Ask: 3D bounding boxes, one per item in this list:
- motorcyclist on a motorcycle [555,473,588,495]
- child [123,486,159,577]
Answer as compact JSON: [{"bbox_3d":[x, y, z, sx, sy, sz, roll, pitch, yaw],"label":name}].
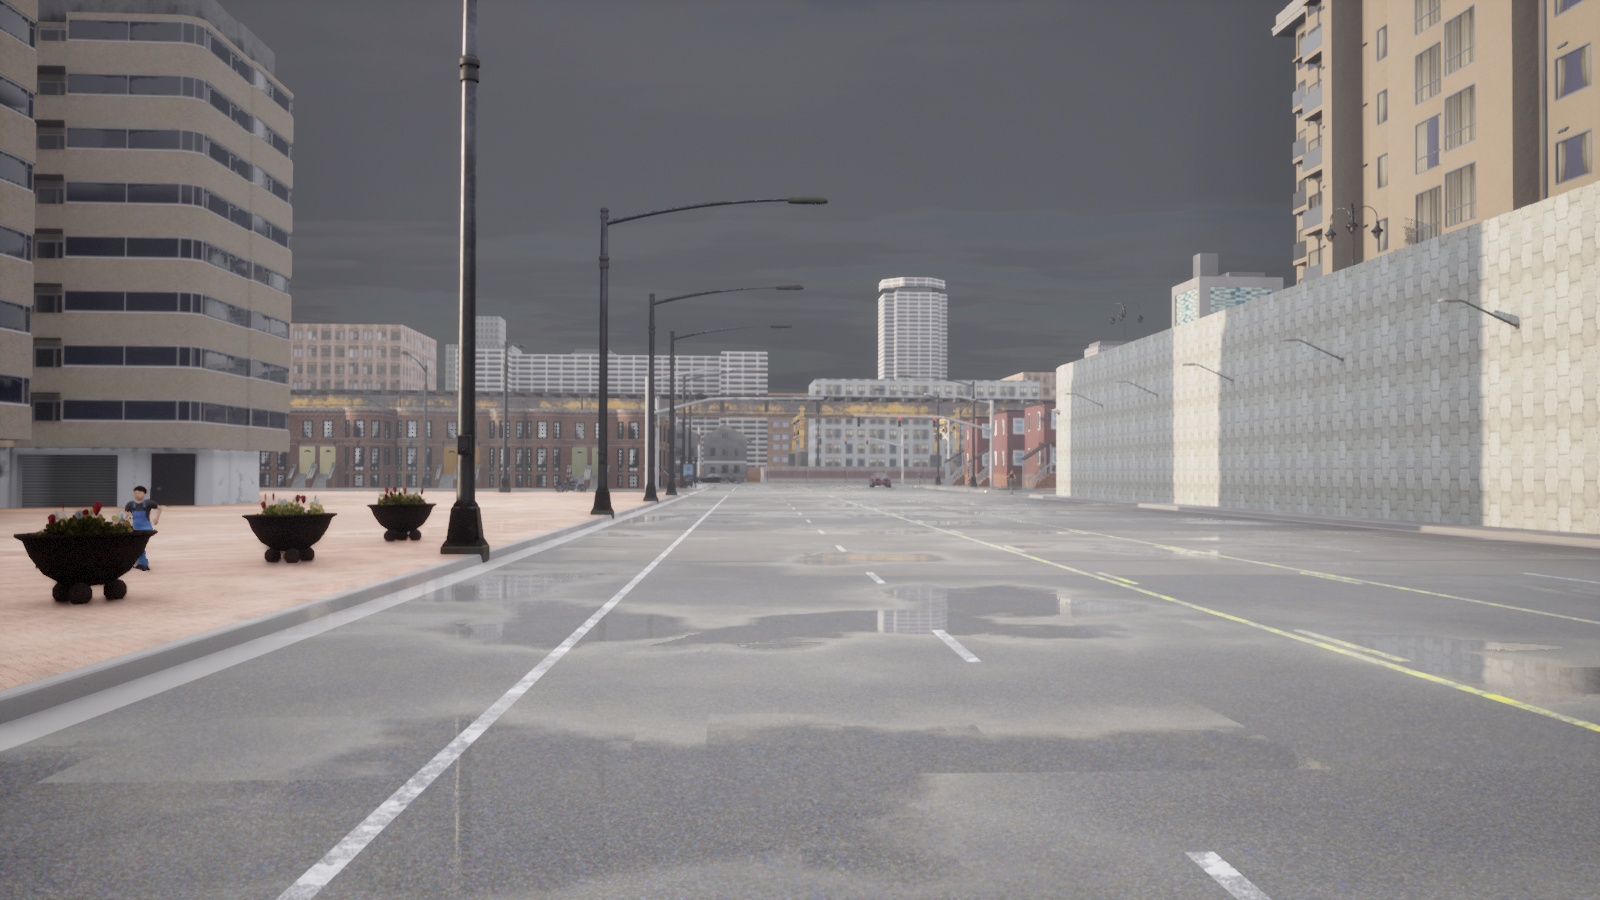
[{"bbox_3d":[-17.130,2.565,94.082,2.350,1.649,0.766,0,-1,-2],"label":"motorcyclist on a motorcycle"},{"bbox_3d":[-9.289,1.139,17.706,0.270,1.263,0.437,0,-1,-1],"label":"child"}]
